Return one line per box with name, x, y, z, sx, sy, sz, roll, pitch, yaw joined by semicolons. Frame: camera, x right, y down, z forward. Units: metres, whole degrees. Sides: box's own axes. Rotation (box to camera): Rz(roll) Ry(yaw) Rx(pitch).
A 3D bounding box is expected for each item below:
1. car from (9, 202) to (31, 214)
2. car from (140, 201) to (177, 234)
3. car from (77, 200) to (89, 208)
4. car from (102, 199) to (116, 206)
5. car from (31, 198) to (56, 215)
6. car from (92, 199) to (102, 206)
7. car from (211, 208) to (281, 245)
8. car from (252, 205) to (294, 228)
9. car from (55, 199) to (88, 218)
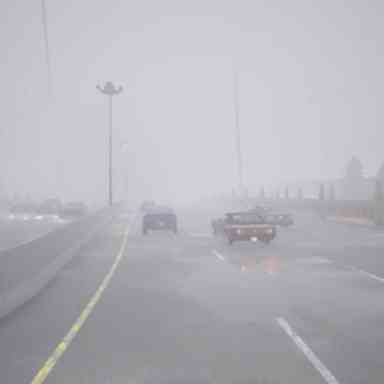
car;-19.299;1.770;38.398;1.895;1.301;4.718;0;0;-9
car;-2.002;1.517;19.895;1.882;1.535;5.008;0;0;-9
car;-25.655;2.824;78.562;1.882;1.535;5.008;0;-6;-9
car;-17.460;2.306;71.666;2.097;1.767;4.553;0;-4;-9
car;-15.422;1.495;36.312;2.097;1.767;4.553;0;0;-9
car;-21.900;2.562;77.247;2.150;2.045;5.566;0;-5;-9
car;2.194;1.609;15.571;1.895;1.301;4.718;0;0;-8
car;4.798;1.550;21.892;2.033;1.411;5.357;0;0;-9
car;-11.111;1.588;31.519;1.882;1.535;5.008;0;0;-9
